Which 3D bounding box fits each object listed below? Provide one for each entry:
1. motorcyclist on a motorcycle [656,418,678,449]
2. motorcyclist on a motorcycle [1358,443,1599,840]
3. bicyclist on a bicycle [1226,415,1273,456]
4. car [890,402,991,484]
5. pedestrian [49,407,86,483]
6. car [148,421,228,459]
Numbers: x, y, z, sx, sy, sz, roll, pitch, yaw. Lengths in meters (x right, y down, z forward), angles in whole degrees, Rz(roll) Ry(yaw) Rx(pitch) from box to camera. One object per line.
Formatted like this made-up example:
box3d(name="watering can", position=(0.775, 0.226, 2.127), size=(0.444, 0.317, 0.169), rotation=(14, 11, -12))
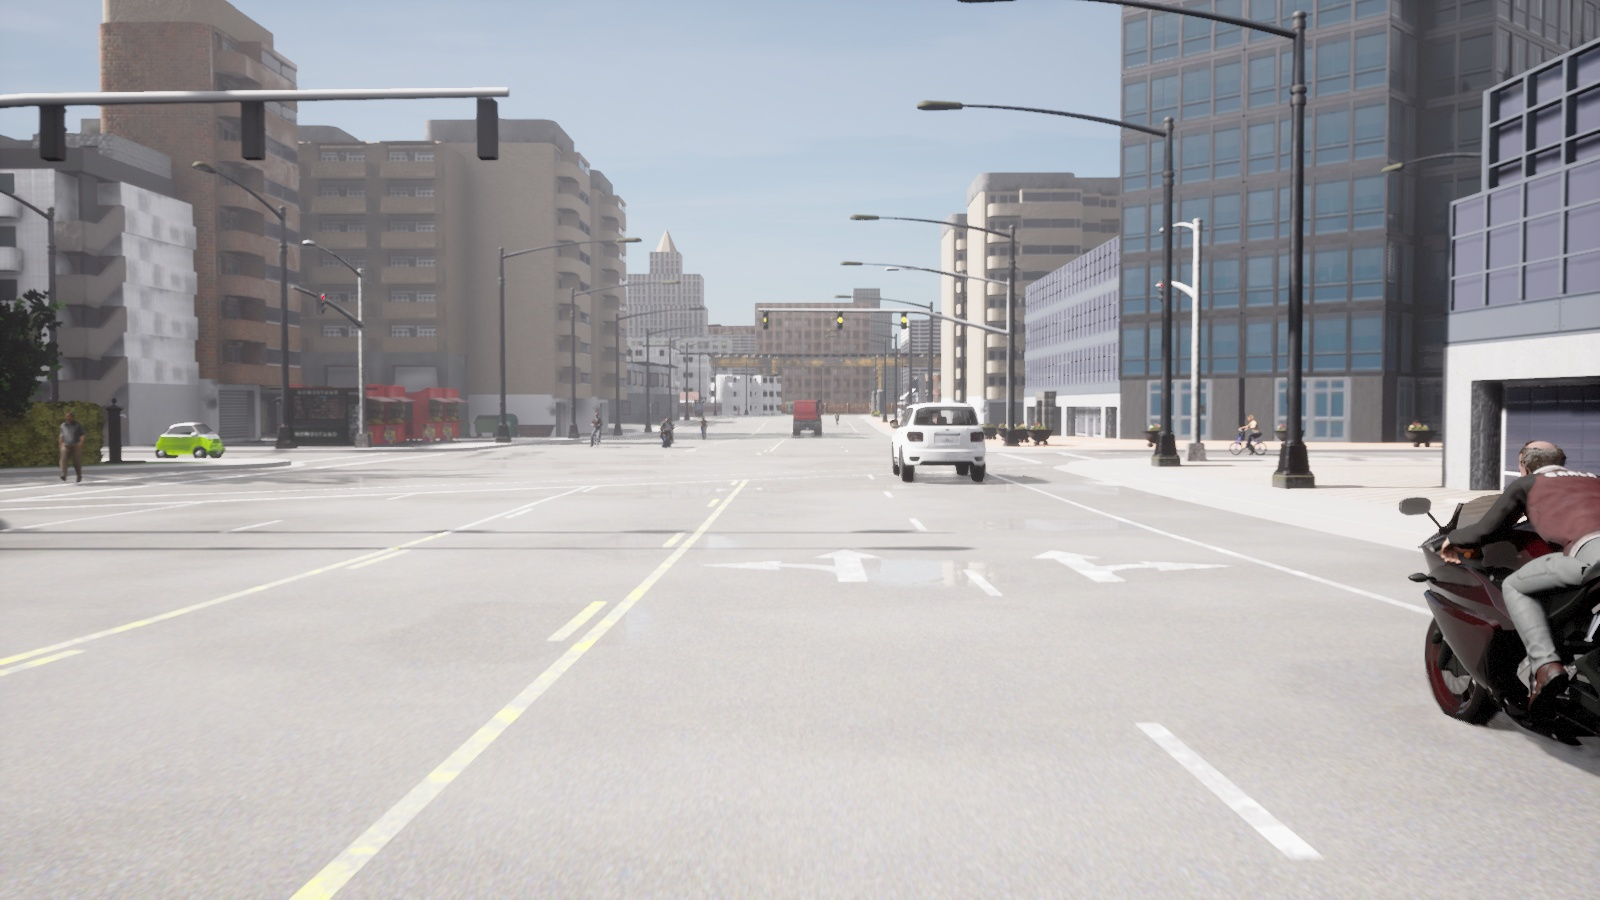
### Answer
box3d(name="motorcyclist on a motorcycle", position=(-6.625, -0.850, 62.665), size=(0.866, 1.530, 2.191), rotation=(0, 1, 0))
box3d(name="motorcyclist on a motorcycle", position=(3.549, 0.739, 5.921), size=(0.866, 1.530, 2.191), rotation=(0, 1, 0))
box3d(name="bicyclist on a bicycle", position=(17.792, -0.578, 49.747), size=(1.509, 1.612, 0.866), rotation=(0, 2, 1))
box3d(name="car", position=(3.711, -0.259, 34.187), size=(2.150, 2.045, 5.566), rotation=(0, 2, 0))
box3d(name="pedestrian", position=(-18.204, -0.132, 31.232), size=(0.540, 1.848, 0.694), rotation=(0, 2, -8))
box3d(name="car", position=(-22.778, -0.381, 46.798), size=(2.207, 1.376, 1.481), rotation=(0, 2, 1))
